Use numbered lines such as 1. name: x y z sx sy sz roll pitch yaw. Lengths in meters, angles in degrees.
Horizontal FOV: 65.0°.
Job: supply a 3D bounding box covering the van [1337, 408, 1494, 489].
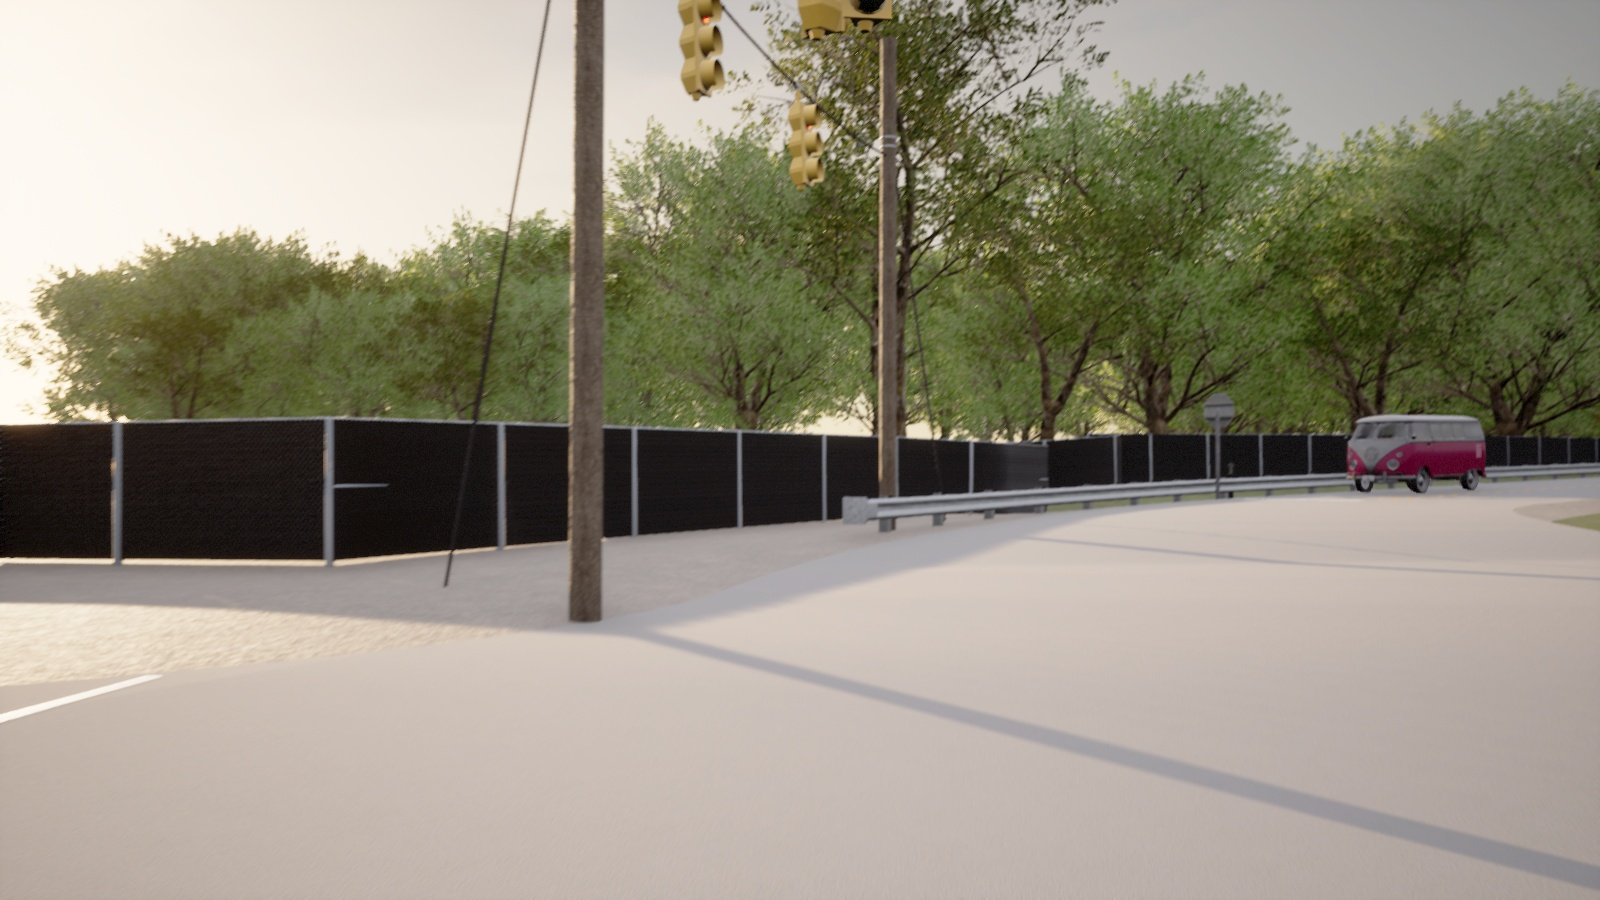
1. van: 16.026 -0.064 32.614 4.442 1.987 1.775 -1 0 -36
